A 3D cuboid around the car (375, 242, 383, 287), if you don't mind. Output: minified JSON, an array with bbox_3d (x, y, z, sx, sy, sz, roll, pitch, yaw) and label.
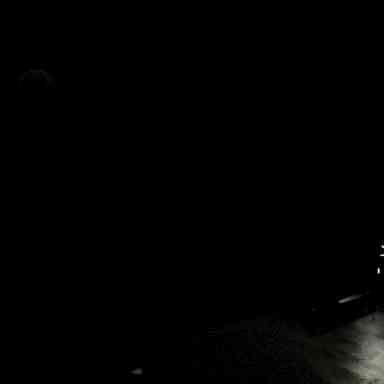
[{"bbox_3d":[6.526,1.232,7.730,5.566,2.045,2.150,0,0,-36],"label":"car"}]
